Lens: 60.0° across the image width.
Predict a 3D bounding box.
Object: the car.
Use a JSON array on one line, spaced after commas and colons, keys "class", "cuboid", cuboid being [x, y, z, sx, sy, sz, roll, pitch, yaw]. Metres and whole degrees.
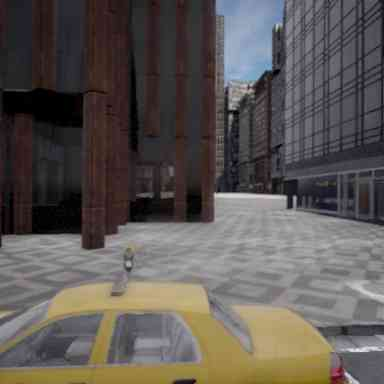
[{"class": "car", "cuboid": [-0.992, 1.536, 3.328, 4.829, 1.417, 1.752, 1, 0, -5]}]
